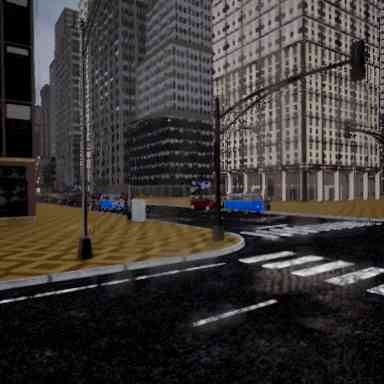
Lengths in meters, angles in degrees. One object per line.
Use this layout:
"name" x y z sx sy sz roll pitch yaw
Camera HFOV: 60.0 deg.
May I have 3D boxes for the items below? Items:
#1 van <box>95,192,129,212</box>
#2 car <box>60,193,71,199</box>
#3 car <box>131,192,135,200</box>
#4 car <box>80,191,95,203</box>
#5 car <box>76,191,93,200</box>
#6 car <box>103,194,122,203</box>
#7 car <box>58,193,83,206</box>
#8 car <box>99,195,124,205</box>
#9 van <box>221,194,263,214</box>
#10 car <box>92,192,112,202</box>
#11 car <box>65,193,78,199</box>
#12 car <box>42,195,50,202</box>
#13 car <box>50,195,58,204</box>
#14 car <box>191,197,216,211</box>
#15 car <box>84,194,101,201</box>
"van" -8.485 1.132 35.202 1.690 1.788 3.998 -1 1 -34
"car" -32.700 0.917 85.909 1.752 1.417 4.829 -1 1 -34
"car" -10.864 0.903 53.660 2.192 1.841 5.009 -1 1 -34
"car" -18.402 1.071 59.990 2.128 1.511 4.902 -1 1 -34
"car" -23.288 0.792 72.007 2.192 1.841 5.009 -1 1 -34
"car" -13.969 1.105 58.248 1.887 1.381 4.507 -1 1 -34
"car" -17.801 1.274 48.964 1.947 1.339 4.313 -1 1 -34
"car" -12.522 1.179 51.309 2.033 1.411 5.357 -1 1 -34
"van" 4.757 1.064 30.795 1.690 1.788 3.998 -1 1 -34
"car" -17.077 0.848 62.833 2.192 1.841 5.009 -1 1 -34
"car" -29.499 0.972 81.182 2.008 1.369 4.403 -1 1 -34
"car" -27.119 1.207 62.724 1.802 1.307 4.206 -1 1 -34
"car" -20.907 1.232 53.550 2.008 1.369 4.403 -1 1 -34
"car" 1.578 1.242 35.331 1.887 1.381 4.507 -1 1 -34
"car" -20.181 1.071 67.423 1.947 1.339 4.313 -1 1 -34
